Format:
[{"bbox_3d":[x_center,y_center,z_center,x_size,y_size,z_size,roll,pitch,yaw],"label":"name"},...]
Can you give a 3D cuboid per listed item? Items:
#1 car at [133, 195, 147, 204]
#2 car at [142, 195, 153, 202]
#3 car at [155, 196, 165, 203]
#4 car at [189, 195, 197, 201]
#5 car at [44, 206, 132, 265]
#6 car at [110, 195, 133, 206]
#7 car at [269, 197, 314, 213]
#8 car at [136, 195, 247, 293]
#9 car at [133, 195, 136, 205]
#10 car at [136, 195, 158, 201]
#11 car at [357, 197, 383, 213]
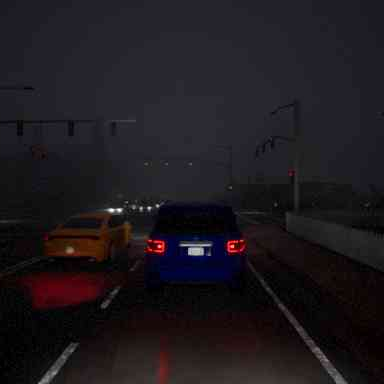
[{"bbox_3d":[-10.366,1.478,66.680,1.882,1.535,5.008,0,0,1],"label":"car"},{"bbox_3d":[-10.323,1.524,76.935,1.812,1.442,4.674,0,0,0],"label":"car"},{"bbox_3d":[-6.835,1.524,71.677,1.812,1.442,4.674,0,0,0],"label":"car"},{"bbox_3d":[0.204,1.540,88.979,2.033,1.411,5.357,0,0,0],"label":"car"},{"bbox_3d":[-3.396,1.478,11.782,1.882,1.535,5.008,0,0,0],"label":"car"},{"bbox_3d":[-10.486,1.491,48.200,2.128,1.511,4.902,0,0,0],"label":"car"},{"bbox_3d":[10.730,1.352,36.046,4.553,1.767,2.097,0,0,-1],"label":"car"},{"bbox_3d":[0.083,1.222,8.991,2.150,2.045,5.566,0,0,0],"label":"car"},{"bbox_3d":[-10.447,1.352,57.411,2.097,1.767,4.553,0,0,0],"label":"car"},{"bbox_3d":[-6.976,1.547,52.198,2.033,1.411,5.357,0,0,0],"label":"car"},{"bbox_3d":[20.511,1.352,36.266,4.553,1.767,2.097,0,0,-1],"label":"car"}]
